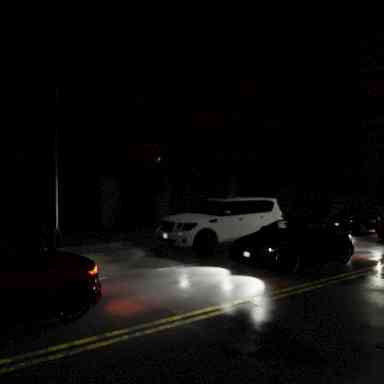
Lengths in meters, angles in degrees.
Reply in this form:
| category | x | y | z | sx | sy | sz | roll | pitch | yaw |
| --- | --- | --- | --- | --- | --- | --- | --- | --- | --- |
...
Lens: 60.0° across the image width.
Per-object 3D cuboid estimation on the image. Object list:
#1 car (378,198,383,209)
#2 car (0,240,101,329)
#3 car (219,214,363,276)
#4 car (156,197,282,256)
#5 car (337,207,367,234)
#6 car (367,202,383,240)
| category | x | y | z | sx | sy | sz | roll | pitch | yaw |
| --- | --- | --- | --- | --- | --- | --- | --- | --- | --- |
| car | 27.217 | 1.502 | 43.531 | 1.812 | 1.442 | 4.674 | 0 | 0 | -33 |
| car | -3.730 | 1.564 | 5.641 | 4.181 | 1.385 | 1.994 | 0 | 0 | -37 |
| car | 3.171 | 1.560 | 10.419 | 4.181 | 1.385 | 1.994 | 0 | 0 | -34 |
| car | 1.322 | 1.219 | 13.410 | 5.566 | 2.045 | 2.150 | 0 | 0 | -35 |
| car | 9.421 | 1.555 | 18.972 | 4.181 | 1.385 | 1.994 | 0 | 0 | -34 |
| car | 11.004 | 1.211 | 15.822 | 5.566 | 2.045 | 2.150 | 0 | 0 | -34 |
